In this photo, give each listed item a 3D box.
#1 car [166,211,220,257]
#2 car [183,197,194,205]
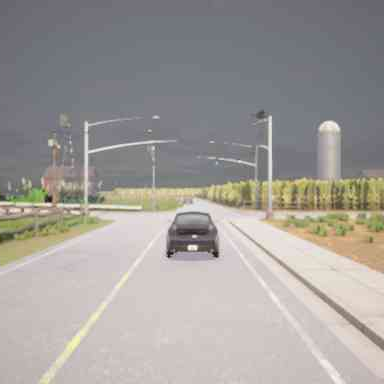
[{"bbox_3d":[0.044,1.506,12.971,1.837,1.490,4.892,0,0,1],"label":"car"},{"bbox_3d":[-0.713,1.561,59.558,1.812,1.442,4.674,0,0,-2],"label":"car"}]
